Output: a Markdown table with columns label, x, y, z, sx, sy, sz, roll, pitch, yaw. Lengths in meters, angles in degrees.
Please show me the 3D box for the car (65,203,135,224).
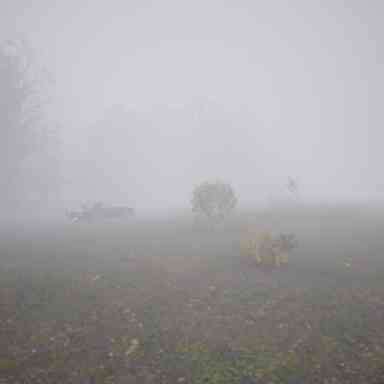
| label | x | y | z | sx | sy | sz | roll | pitch | yaw |
| --- | --- | --- | --- | --- | --- | --- | --- | --- | --- |
| car | -6.203 | 1.399 | 23.104 | 1.895 | 1.301 | 4.718 | -1 | 0 | 35 |
